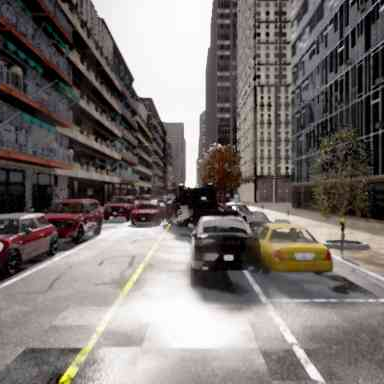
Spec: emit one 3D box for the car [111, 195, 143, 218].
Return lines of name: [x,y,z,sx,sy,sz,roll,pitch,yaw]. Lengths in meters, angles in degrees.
car: [-5.682,1.266,27.104,2.192,1.841,5.009,0,0,0]

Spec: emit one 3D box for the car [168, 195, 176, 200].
car: [-5.683,1.550,95.063,2.008,1.369,4.403,0,0,0]

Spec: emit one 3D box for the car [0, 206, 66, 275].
car: [-5.683,1.418,10.115,1.967,1.590,4.097,0,0,0]

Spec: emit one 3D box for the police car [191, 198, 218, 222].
police car: [0.902,1.377,26.753,1.930,1.638,5.238,0,0,0]

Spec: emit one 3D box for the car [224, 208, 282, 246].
car: [2.696,1.535,15.778,1.947,1.339,4.313,0,0,0]

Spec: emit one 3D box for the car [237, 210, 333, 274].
car: [2.696,1.503,10.284,1.752,1.417,4.829,0,0,0]

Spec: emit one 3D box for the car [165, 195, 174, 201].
car: [-5.683,1.539,83.737,1.947,1.339,4.313,0,0,0]

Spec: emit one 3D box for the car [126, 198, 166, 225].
car: [-3.097,1.433,23.744,1.882,1.535,5.008,0,0,0]

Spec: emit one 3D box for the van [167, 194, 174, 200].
van: [-5.682,1.326,89.402,1.690,1.788,3.998,0,0,0]

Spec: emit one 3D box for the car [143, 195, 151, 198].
car: [-5.682,1.256,38.432,2.192,1.841,5.009,0,0,0]

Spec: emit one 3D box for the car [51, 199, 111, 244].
car: [-5.682,1.284,15.778,2.192,1.841,5.009,0,0,0]

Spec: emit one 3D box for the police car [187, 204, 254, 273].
police car: [0.901,1.403,10.753,1.930,1.638,5.238,0,0,0]

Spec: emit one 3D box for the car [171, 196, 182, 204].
car: [-3.015,1.550,64.938,1.895,1.301,4.718,0,0,1]

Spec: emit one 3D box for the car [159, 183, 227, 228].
car: [-0.143,1.158,20.700,2.150,2.045,5.566,-2,-19,-19]

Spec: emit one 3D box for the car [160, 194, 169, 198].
car: [-5.683,1.518,66.748,1.947,1.339,4.313,0,0,0]

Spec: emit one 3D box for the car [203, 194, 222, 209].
car: [2.698,1.254,44.093,2.192,1.841,5.009,0,0,0]

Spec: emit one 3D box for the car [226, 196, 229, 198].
car: [2.698,1.260,32.768,2.192,1.841,5.009,0,0,0]

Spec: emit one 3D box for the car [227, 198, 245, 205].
car: [2.697,1.399,21.441,1.967,1.590,4.097,0,0,0]
